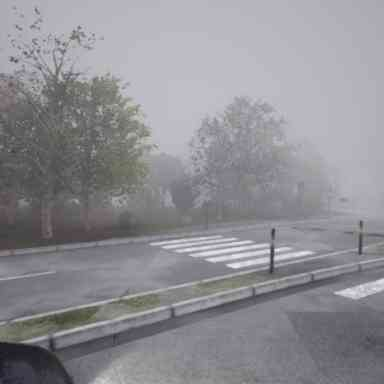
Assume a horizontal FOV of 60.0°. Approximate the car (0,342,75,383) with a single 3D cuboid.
[{"bbox_3d":[-2.606,1.583,1.584,4.181,1.385,1.994,-1,1,-35],"label":"car"}]
